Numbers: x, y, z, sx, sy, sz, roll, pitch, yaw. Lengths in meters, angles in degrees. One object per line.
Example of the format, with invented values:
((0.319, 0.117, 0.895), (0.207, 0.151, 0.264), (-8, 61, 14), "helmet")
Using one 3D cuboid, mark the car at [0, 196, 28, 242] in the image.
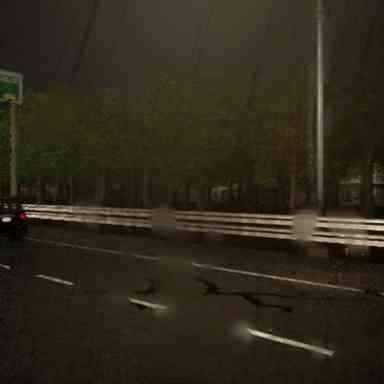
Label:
((-9.706, 1.217, 15.102), (5.566, 2.045, 2.150), (0, 0, 36), "car")
